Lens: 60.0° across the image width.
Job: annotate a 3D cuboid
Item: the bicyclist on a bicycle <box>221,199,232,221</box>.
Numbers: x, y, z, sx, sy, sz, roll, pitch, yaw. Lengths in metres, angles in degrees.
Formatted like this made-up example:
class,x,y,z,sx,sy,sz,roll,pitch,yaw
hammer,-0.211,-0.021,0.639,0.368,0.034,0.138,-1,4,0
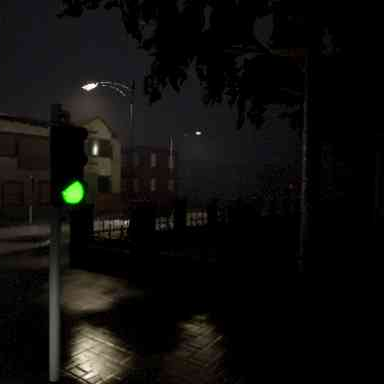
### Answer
class,x,y,z,sx,sy,sz,roll,pitch,yaw
bicyclist on a bicycle,2.433,1.280,20.731,1.656,1.620,0.582,0,0,35

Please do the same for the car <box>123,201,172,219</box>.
class,x,y,z,sx,sy,sz,roll,pitch,yaw
car,-3.519,1.436,26.829,1.994,1.385,4.181,0,0,36
